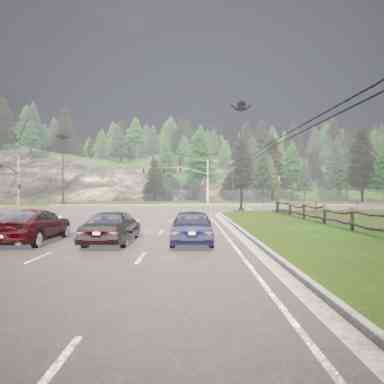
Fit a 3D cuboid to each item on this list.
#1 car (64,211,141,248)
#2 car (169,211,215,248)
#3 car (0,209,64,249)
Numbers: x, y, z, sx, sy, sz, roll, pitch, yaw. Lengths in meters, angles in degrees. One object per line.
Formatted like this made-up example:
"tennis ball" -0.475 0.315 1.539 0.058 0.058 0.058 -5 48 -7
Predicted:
"car" -3.500 1.562 14.650 2.033 1.411 5.357 0 0 0
"car" 0.000 1.562 14.650 2.033 1.411 5.357 0 0 0
"car" -7.000 1.484 14.650 1.882 1.535 5.008 0 0 0
